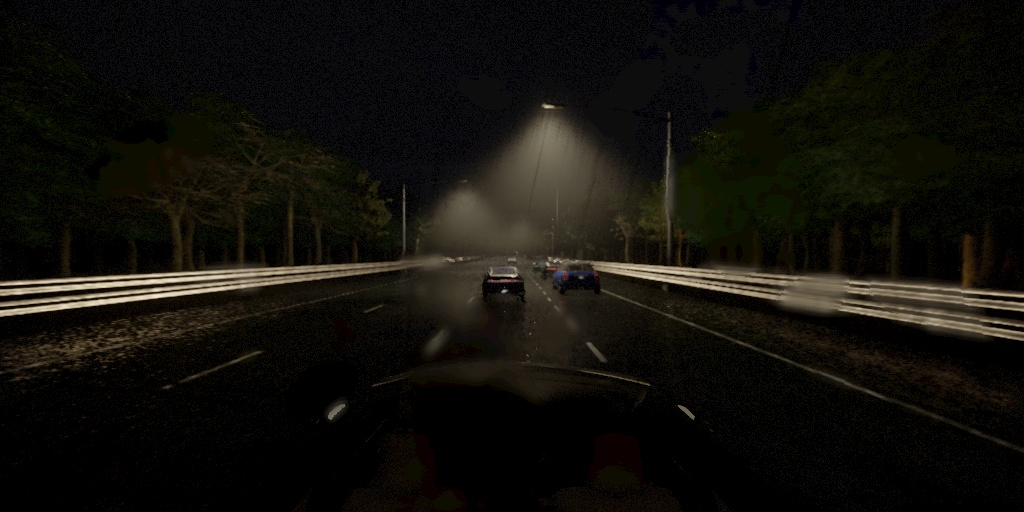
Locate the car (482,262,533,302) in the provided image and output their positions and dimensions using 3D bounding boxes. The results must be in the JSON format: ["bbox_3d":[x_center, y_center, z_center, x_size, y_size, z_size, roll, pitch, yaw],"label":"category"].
[{"bbox_3d":[-0.407,1.242,17.114,2.128,1.511,4.902,0,0,-3],"label":"car"}]

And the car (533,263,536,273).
[{"bbox_3d":[3.521,1.274,42.325,1.994,1.385,4.181,0,0,0],"label":"car"}]

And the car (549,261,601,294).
[{"bbox_3d":[3.510,1.102,20.299,2.097,1.767,4.553,0,0,0],"label":"car"}]

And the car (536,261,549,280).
[{"bbox_3d":[3.515,1.238,31.328,2.128,1.511,4.902,0,0,0],"label":"car"}]
